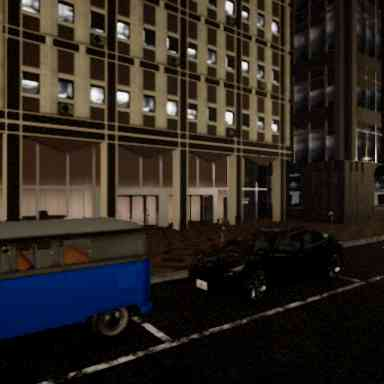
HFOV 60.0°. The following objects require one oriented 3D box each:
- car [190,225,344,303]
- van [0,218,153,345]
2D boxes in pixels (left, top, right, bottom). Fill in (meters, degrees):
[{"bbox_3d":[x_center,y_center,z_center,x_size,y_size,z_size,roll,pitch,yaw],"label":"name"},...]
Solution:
[{"bbox_3d":[1.981,1.529,8.145,4.313,1.339,1.947,0,1,-36],"label":"car"},{"bbox_3d":[-2.546,1.337,4.913,3.998,1.788,1.690,0,1,-36],"label":"van"}]
